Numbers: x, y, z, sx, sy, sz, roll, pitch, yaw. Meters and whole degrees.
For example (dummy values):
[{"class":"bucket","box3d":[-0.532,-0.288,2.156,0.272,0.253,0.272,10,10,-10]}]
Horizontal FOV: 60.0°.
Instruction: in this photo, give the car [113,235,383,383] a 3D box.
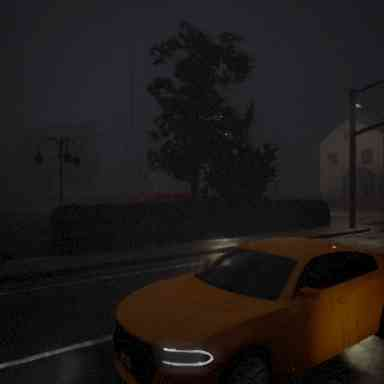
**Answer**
[{"class":"car","box3d":[1.340,1.472,4.929,5.008,1.535,1.882,0,0,-35]}]

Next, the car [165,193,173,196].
[{"class":"car","box3d":[-4.202,1.181,55.343,2.150,2.045,5.566,0,0,-35]}]

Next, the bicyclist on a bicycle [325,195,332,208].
[{"class":"bicyclist on a bicycle","box3d":[17.750,1.242,43.212,1.656,1.620,0.582,0,0,-35]}]
